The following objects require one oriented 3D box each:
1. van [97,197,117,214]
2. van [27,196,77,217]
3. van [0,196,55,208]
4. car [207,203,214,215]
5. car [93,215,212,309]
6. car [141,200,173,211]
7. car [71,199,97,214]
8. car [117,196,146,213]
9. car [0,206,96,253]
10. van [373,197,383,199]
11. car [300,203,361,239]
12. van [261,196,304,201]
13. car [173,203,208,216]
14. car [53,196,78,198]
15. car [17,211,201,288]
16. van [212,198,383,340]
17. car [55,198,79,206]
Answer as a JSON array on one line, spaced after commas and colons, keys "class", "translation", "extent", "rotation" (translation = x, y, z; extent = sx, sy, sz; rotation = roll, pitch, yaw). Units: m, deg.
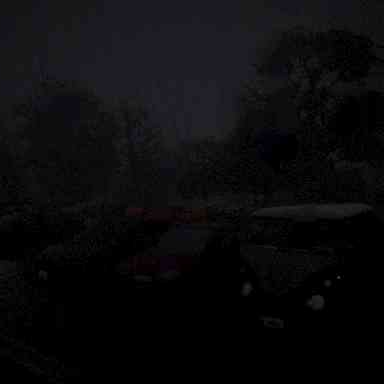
[{"class": "van", "translation": [-5.506, 1.356, 28.399], "extent": [1.878, 1.987, 4.442], "rotation": [0, 0, 36]}, {"class": "van", "translation": [-14.619, 1.458, 34.908], "extent": [1.878, 1.987, 4.442], "rotation": [-1, -1, 36]}, {"class": "van", "translation": [-8.755, 1.320, 14.647], "extent": [1.878, 1.987, 4.442], "rotation": [0, 0, 36]}, {"class": "car", "translation": [3.442, 1.507, 21.859], "extent": [2.231, 1.521, 4.892], "rotation": [0, 0, 36]}, {"class": "car", "translation": [0.217, 1.509, 8.100], "extent": [2.002, 1.452, 4.674], "rotation": [0, 0, 36]}, {"class": "car", "translation": [-1.169, 1.545, 25.152], "extent": [2.097, 1.535, 5.008], "rotation": [0, 0, 36]}, {"class": "car", "translation": [-7.831, 1.602, 29.908], "extent": [2.231, 1.521, 4.892], "rotation": [0, 0, 36]}, {"class": "car", "translation": [-3.337, 1.437, 26.669], "extent": [2.185, 1.767, 4.553], "rotation": [0, 0, 36]}, {"class": "car", "translation": [-6.559, 1.526, 12.942], "extent": [2.097, 1.535, 5.008], "rotation": [0, 0, 36]}, {"class": "van", "translation": [10.138, 1.223, 16.940], "extent": [1.878, 1.987, 4.442], "rotation": [0, 0, 36]}, {"class": "car", "translation": [7.848, 1.464, 18.493], "extent": [1.946, 1.575, 5.366], "rotation": [0, 0, 35]}, {"class": "van", "translation": [5.766, 1.261, 20.350], "extent": [1.878, 1.987, 4.442], "rotation": [0, 0, 36]}, {"class": "car", "translation": [1.188, 1.525, 23.469], "extent": [2.097, 1.535, 5.008], "rotation": [0, 0, 36]}, {"class": "car", "translation": [-12.318, 1.396, 33.155], "extent": [2.435, 2.045, 5.566], "rotation": [-1, -1, 36]}, {"class": "car", "translation": [-2.062, 1.518, 9.687], "extent": [2.163, 1.488, 4.792], "rotation": [0, 0, 35]}, {"class": "van", "translation": [2.405, 1.224, 6.390], "extent": [1.878, 1.987, 4.442], "rotation": [0, 0, 36]}, {"class": "car", "translation": [-10.187, 1.619, 31.371], "extent": [1.946, 1.575, 5.366], "rotation": [-1, 0, 36]}]
